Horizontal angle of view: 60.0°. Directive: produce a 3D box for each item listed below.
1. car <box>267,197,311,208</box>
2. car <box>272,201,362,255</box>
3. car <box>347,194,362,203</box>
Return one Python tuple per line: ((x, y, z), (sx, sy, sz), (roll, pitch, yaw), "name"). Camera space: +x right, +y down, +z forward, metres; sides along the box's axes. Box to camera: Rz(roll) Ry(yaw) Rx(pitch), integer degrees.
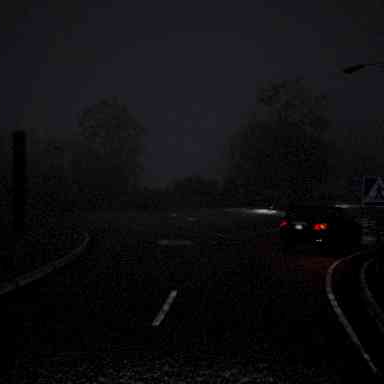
((11.004, 1.233, 37.414), (5.357, 1.411, 2.033), (-2, 2, -28), "car")
((6.264, 1.641, 15.873), (2.150, 2.045, 5.566), (1, -1, 42), "car")
((22.545, 0.877, 43.573), (4.718, 1.301, 1.895), (-2, 3, -28), "car")
